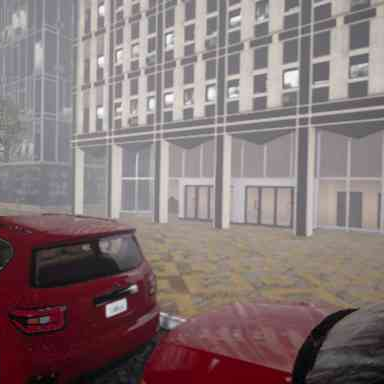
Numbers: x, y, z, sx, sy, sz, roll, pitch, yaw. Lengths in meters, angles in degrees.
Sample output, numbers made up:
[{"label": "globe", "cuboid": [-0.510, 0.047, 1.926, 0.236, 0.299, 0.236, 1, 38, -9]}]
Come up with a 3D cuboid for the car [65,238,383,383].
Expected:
[{"label": "car", "cuboid": [1.885, 1.326, 1.509, 5.009, 1.841, 2.192, 1, 1, 36]}]

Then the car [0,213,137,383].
[{"label": "car", "cuboid": [-2.716, 1.243, 4.846, 5.009, 1.841, 2.192, 1, 1, 36]}]
